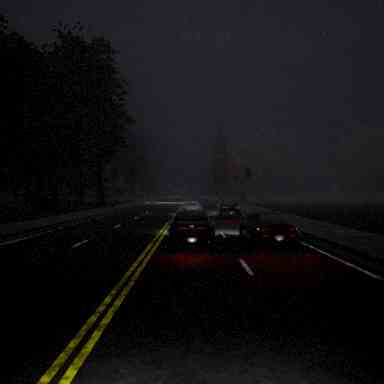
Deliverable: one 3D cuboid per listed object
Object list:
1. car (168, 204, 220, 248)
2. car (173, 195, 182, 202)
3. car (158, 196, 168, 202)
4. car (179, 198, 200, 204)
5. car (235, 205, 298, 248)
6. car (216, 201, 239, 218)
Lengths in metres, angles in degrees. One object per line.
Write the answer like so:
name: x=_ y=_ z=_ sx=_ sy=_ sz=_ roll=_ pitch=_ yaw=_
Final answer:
car: x=0.000 y=1.515 z=14.650 sx=1.837 sy=1.490 sz=4.892 roll=0 pitch=0 yaw=0
car: x=-3.250 y=1.522 z=75.930 sx=1.812 sy=1.442 sz=4.674 roll=0 pitch=0 yaw=0
car: x=-6.500 y=1.550 z=75.929 sx=1.994 sy=1.385 sz=4.181 roll=0 pitch=0 yaw=0
car: x=0.000 y=1.536 z=29.650 sx=1.812 sy=1.442 sz=4.674 roll=0 pitch=0 yaw=0
car: x=3.250 y=1.532 z=14.651 sx=1.812 sy=1.442 sz=4.674 roll=0 pitch=0 yaw=0
car: x=3.250 y=1.498 z=29.651 sx=2.128 sy=1.511 sz=4.902 roll=0 pitch=0 yaw=0
